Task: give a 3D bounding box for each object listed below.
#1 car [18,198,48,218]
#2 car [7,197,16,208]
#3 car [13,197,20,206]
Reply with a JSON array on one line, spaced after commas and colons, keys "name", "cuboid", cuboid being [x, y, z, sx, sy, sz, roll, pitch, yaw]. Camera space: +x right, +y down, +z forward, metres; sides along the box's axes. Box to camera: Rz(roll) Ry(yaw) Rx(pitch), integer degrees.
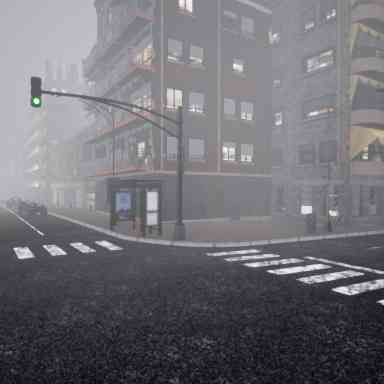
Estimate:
[{"name": "car", "cuboid": [-13.933, 1.547, 29.507, 2.008, 1.369, 4.403, 0, 0, -32]}, {"name": "car", "cuboid": [-25.847, 1.435, 48.658, 1.967, 1.590, 4.097, 0, 0, -32]}, {"name": "car", "cuboid": [-16.911, 1.541, 34.294, 1.887, 1.381, 4.507, 0, 0, -32]}]
